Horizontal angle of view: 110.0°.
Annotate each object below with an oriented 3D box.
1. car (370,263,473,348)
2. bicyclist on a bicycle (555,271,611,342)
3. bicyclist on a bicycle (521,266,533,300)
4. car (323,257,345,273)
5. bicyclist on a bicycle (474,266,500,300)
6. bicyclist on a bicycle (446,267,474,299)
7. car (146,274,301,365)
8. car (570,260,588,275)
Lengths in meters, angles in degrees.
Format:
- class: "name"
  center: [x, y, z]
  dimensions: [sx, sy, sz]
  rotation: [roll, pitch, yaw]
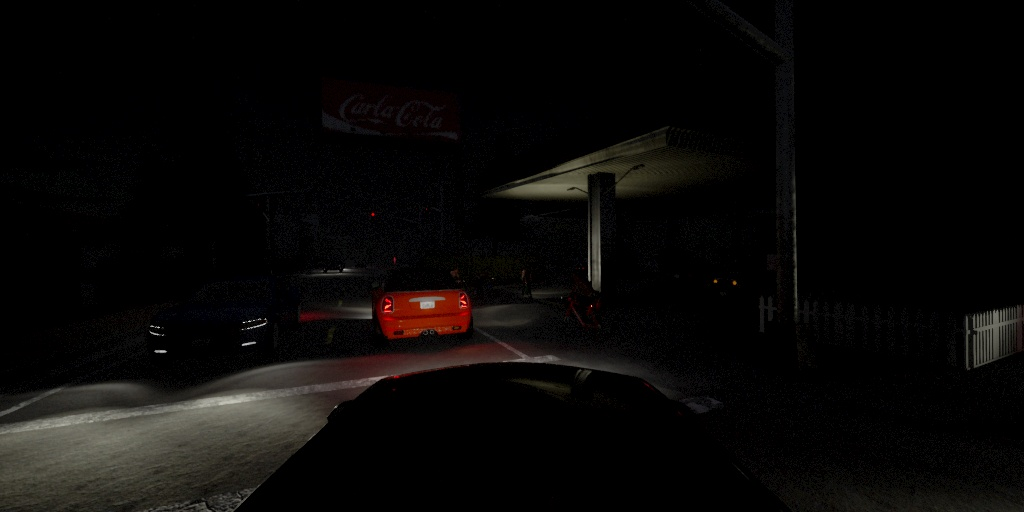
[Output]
- class: "car"
  center: [-2.563, 1.052, 9.459]
  dimensions: [2.097, 1.767, 4.553]
  rotation: [0, 0, -22]
- class: "bicyclist on a bicycle"
  center: [1.687, 1.198, 8.683]
  dimensions: [0.582, 1.620, 1.656]
  rotation: [3, -2, -43]
- class: "bicyclist on a bicycle"
  center: [0.753, 1.326, 17.890]
  dimensions: [0.582, 1.620, 1.656]
  rotation: [-1, 0, 16]
- class: "car"
  center: [-23.808, 1.173, 47.775]
  dimensions: [2.150, 2.045, 5.566]
  rotation: [0, 0, -25]
- class: "bicyclist on a bicycle"
  center: [-1.356, 1.336, 17.770]
  dimensions: [1.656, 1.620, 0.582]
  rotation: [0, 0, -21]
- class: "bicyclist on a bicycle"
  center: [-2.660, 1.310, 16.386]
  dimensions: [1.656, 1.620, 0.582]
  rotation: [1, 0, 37]
- class: "car"
  center: [-6.274, 1.210, 8.381]
  dimensions: [1.882, 1.535, 5.008]
  rotation: [0, 0, -23]
- class: "car"
  center: [9.647, 1.371, 40.074]
  dimensions: [5.357, 1.411, 2.033]
  rotation: [0, 0, -24]
